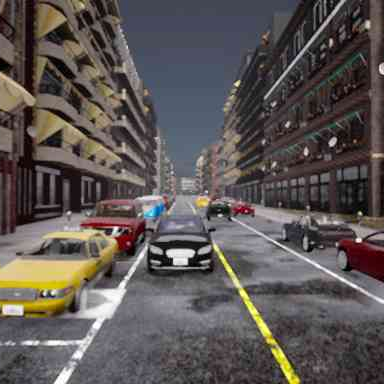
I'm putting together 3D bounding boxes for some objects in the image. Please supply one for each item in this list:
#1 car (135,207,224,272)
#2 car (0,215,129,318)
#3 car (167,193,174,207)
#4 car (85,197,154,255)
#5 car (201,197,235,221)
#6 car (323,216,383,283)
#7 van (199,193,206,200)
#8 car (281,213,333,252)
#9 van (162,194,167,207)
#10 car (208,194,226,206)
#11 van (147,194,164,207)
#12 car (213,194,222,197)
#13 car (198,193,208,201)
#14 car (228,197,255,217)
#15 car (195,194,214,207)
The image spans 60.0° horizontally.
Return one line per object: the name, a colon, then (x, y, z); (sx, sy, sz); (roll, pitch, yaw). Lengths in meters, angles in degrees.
car: (-0.342, 1.454, 10.727); (2.128, 1.511, 4.902); (0, 0, -1)
car: (-2.806, 1.491, 7.522); (1.752, 1.417, 4.829); (2, 0, -2)
car: (-3.722, 1.199, 40.862); (2.192, 1.841, 5.009); (2, 0, -2)
car: (-2.957, 1.262, 13.221); (2.192, 1.841, 5.009); (2, 0, -2)
car: (2.023, 1.435, 26.767); (1.837, 1.490, 4.892); (0, 1, -1)
car: (5.067, 1.537, 7.846); (1.887, 1.381, 4.507); (2, 0, -2)
van: (2.744, 1.244, 90.781); (1.690, 1.788, 3.998); (1, 0, -2)
car: (4.914, 1.525, 13.376); (2.008, 1.369, 4.403); (2, 0, -2)
van: (-3.417, 1.245, 29.805); (1.690, 1.788, 3.998); (2, 0, -2)
car: (3.816, 1.211, 52.076); (2.192, 1.841, 5.009); (1, 0, -2)
van: (-3.264, 1.257, 24.275); (1.690, 1.788, 3.998); (2, 0, -2)
car: (4.161, 1.351, 41.019); (1.967, 1.590, 4.097); (1, 0, -2)
car: (2.898, 1.211, 85.252); (2.192, 1.841, 5.009); (1, 0, -2)
car: (4.456, 1.475, 29.962); (1.887, 1.381, 4.507); (2, 0, -2)
car: (1.536, 1.374, 44.990); (1.882, 1.535, 5.008); (0, -1, -1)
